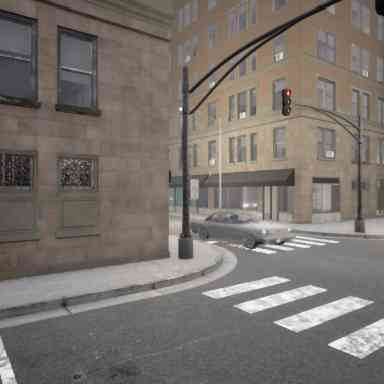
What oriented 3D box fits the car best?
[{"bbox_3d":[2.009,1.543,14.459,1.895,1.301,4.718,0,0,-36],"label":"car"}]
